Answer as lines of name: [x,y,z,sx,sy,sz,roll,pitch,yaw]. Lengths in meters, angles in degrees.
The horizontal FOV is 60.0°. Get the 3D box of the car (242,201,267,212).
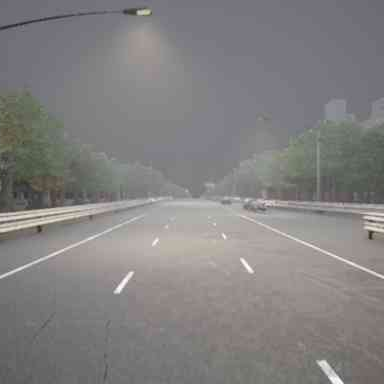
car: [8.037,1.817,42.990,2.033,1.411,5.357,0,0,-8]

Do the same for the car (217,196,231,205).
car: [6.992,1.903,69.526,1.882,1.535,5.008,0,0,0]
